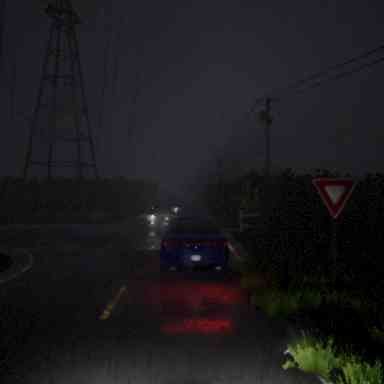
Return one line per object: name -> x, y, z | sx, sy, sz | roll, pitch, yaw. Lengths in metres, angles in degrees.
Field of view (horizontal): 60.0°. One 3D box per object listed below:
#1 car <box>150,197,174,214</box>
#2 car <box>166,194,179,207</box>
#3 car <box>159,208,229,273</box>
car -> -3.291, 1.602, 35.948 | 1.812, 1.442, 4.674 | 0, 0, 0
car -> -3.263, 1.336, 52.829 | 2.150, 2.045, 5.566 | 0, 0, 0
car -> -0.036, 1.496, 10.780 | 1.882, 1.535, 5.008 | 0, 0, -3
